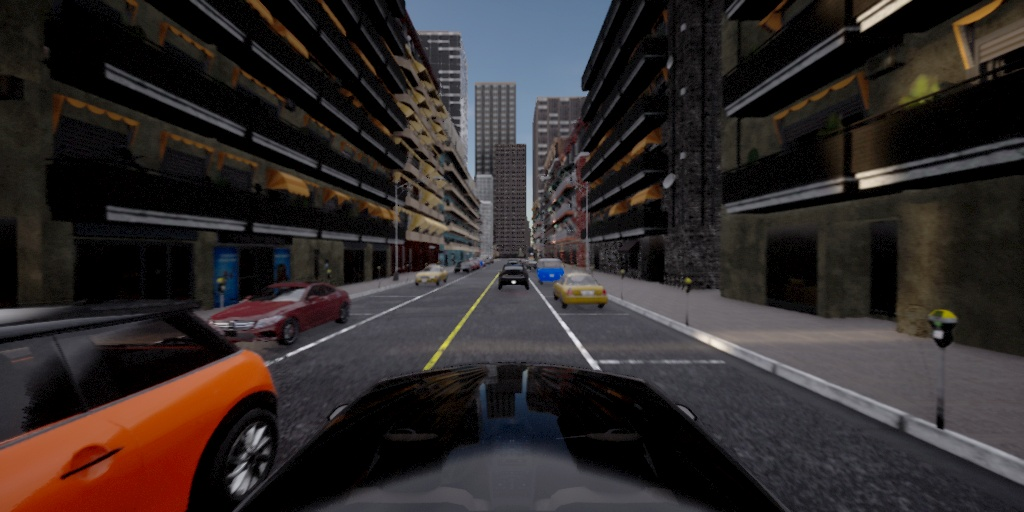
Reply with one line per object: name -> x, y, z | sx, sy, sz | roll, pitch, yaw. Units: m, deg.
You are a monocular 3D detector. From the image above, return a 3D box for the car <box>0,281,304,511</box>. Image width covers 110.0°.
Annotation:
car -> -3.097, 1.103, 1.256 | 2.097, 1.767, 4.553 | 0, 0, -1

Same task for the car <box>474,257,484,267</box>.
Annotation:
car -> -5.691, 1.311, 53.533 | 1.888, 1.381, 4.507 | 0, 0, 0

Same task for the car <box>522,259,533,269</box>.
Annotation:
car -> 2.690, 1.314, 47.996 | 2.007, 1.370, 4.403 | 0, 0, 0

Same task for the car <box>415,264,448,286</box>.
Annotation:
car -> -5.691, 1.280, 25.746 | 1.751, 1.417, 4.829 | 0, 0, 0

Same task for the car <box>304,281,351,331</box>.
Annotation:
car -> -5.691, 1.332, 9.345 | 1.802, 1.307, 4.207 | 0, 0, 0

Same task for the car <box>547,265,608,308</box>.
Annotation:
car -> 2.690, 1.277, 15.026 | 1.751, 1.417, 4.829 | 0, 0, 0

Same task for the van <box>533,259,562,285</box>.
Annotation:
van -> 2.690, 1.095, 25.903 | 1.690, 1.789, 3.998 | 0, 0, 0

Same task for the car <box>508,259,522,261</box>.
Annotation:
car -> 0.101, 1.268, 48.209 | 1.837, 1.490, 4.892 | 0, 0, 0

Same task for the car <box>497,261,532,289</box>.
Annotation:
car -> 0.101, 1.259, 23.234 | 1.837, 1.490, 4.892 | 0, 0, 0

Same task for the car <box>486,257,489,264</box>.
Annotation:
car -> -5.691, 1.211, 64.580 | 1.967, 1.591, 4.097 | 0, 0, 0

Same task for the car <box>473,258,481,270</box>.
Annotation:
car -> -5.691, 1.308, 48.009 | 1.888, 1.381, 4.507 | 0, 0, 0

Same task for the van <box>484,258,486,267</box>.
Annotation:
van -> -5.691, 1.109, 59.056 | 1.690, 1.789, 3.998 | 0, 0, 0

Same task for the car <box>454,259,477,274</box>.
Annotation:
car -> -5.691, 1.326, 42.485 | 1.948, 1.339, 4.313 | 0, 0, 0
